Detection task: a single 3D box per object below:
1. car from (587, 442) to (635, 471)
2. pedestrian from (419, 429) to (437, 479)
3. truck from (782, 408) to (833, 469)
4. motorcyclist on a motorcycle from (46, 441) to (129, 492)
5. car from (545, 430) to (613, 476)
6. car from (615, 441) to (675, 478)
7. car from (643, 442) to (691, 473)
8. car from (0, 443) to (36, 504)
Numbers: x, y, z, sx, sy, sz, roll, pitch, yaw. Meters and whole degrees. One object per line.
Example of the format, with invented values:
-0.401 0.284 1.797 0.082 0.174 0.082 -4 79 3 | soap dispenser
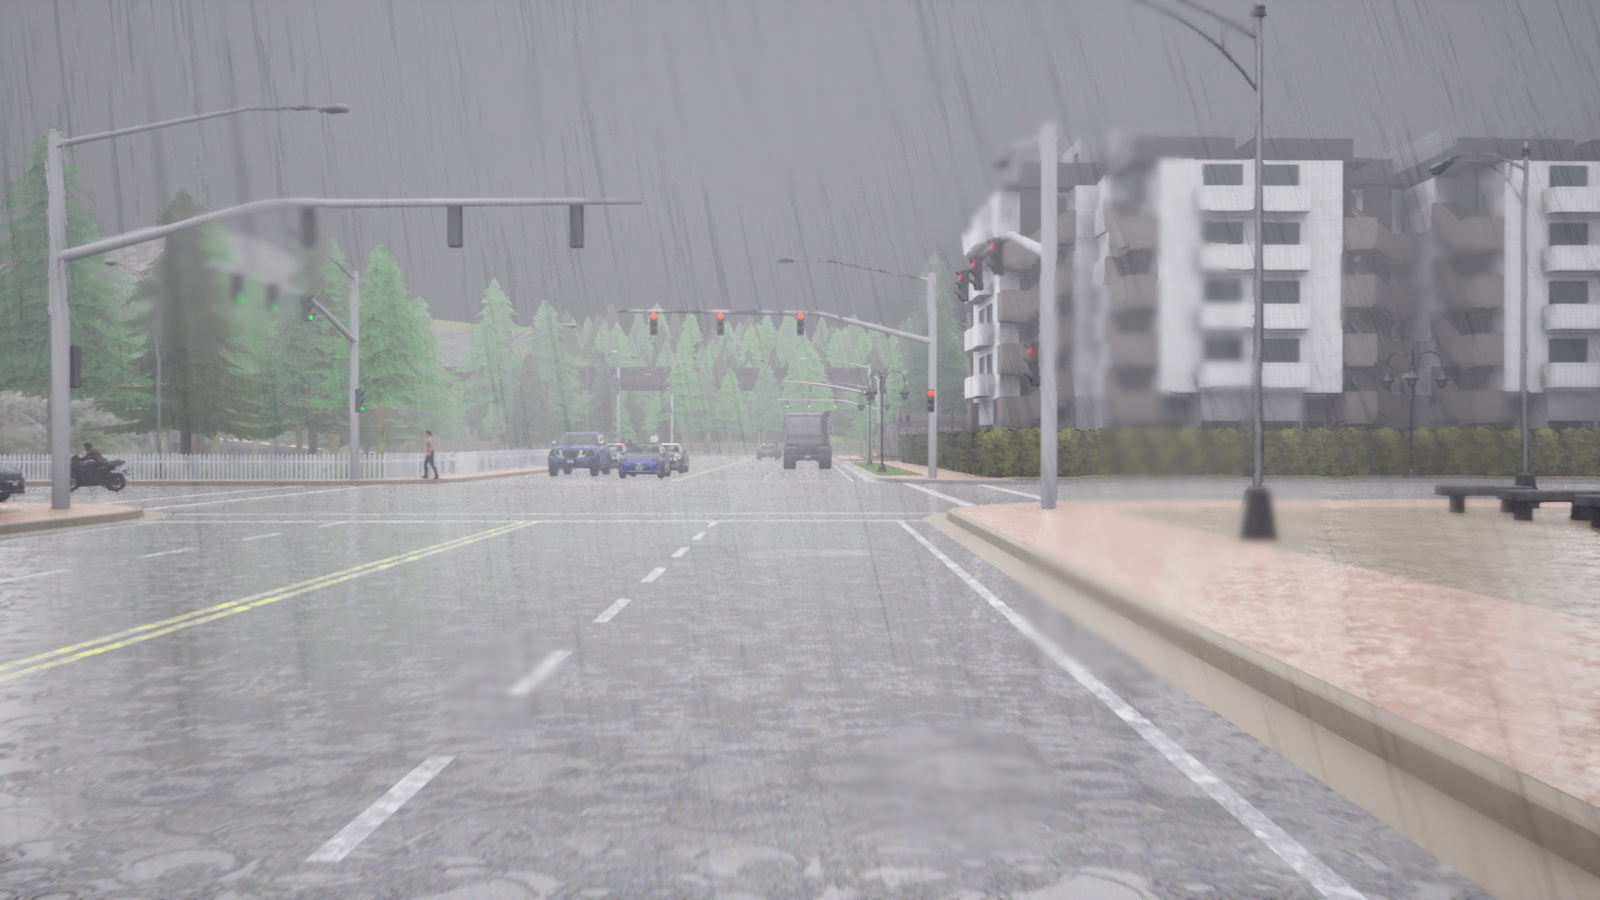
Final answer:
-10.104 0.324 67.309 1.970 1.475 3.806 0 0 0 | car
-13.796 0.141 46.607 0.594 1.836 0.345 0 0 -3 | pedestrian
0.442 -0.658 75.069 2.891 3.462 7.936 0 0 0 | truck
-21.559 0.497 38.034 2.044 1.523 0.797 0 0 -1 | motorcyclist on a motorcycle
-10.156 0.129 58.183 2.150 2.045 5.566 0 0 0 | car
-6.676 0.381 54.395 2.007 1.525 4.514 0 0 0 | car
-6.628 0.353 62.774 1.970 1.475 3.806 0 0 1 | car
-21.883 0.559 31.003 4.892 1.490 1.837 0 0 -1 | car
